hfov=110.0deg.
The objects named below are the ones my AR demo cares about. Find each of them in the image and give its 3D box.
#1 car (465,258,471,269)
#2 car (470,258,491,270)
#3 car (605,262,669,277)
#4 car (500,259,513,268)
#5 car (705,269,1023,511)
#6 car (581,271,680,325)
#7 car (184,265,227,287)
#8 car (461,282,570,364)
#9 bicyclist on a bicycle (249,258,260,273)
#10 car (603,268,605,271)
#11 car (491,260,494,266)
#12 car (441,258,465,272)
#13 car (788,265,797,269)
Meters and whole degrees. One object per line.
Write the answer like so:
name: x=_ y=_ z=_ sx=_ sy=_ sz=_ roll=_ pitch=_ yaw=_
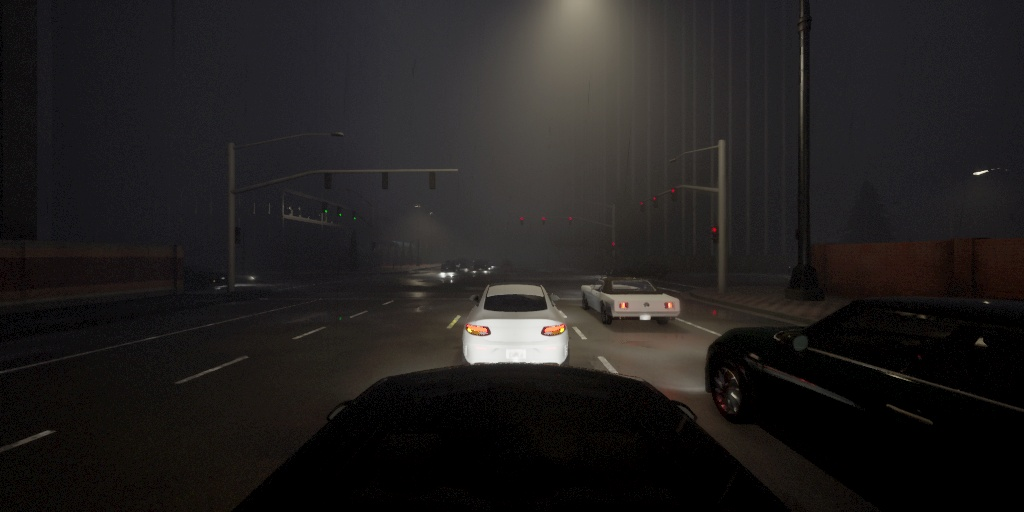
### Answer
car: x=-8.001 y=1.101 z=57.080 sx=2.097 sy=1.767 sz=4.553 roll=0 pitch=0 yaw=-1
car: x=-4.405 y=1.227 z=51.249 sx=1.882 sy=1.535 sz=5.008 roll=0 pitch=0 yaw=-1
car: x=11.204 y=1.242 z=31.613 sx=4.902 sy=1.511 sz=2.128 roll=0 pitch=0 yaw=-1
car: x=-0.867 y=1.255 z=60.199 sx=1.837 sy=1.490 sz=4.892 roll=0 pitch=0 yaw=-1
car: x=3.600 y=1.102 z=2.898 sx=2.097 sy=1.767 sz=4.553 roll=0 pitch=0 yaw=0
car: x=3.565 y=1.351 z=11.800 sx=1.895 sy=1.301 sz=4.718 roll=0 pitch=0 yaw=0
car: x=-21.413 y=1.313 z=24.103 sx=4.181 sy=1.385 sz=1.994 roll=0 pitch=0 yaw=0
car: x=0.060 y=1.276 z=7.583 sx=1.812 sy=1.442 sz=4.674 roll=0 pitch=0 yaw=0
bicyclist on a bicycle: x=-28.401 y=1.051 z=39.525 sx=0.582 sy=1.620 sz=1.656 roll=0 pitch=0 yaw=-1
car: x=11.053 y=1.314 z=35.111 sx=4.181 sy=1.385 sz=1.994 roll=0 pitch=0 yaw=-1
car: x=-4.559 y=1.276 z=61.578 sx=1.812 sy=1.442 sz=4.674 roll=0 pitch=0 yaw=-1
car: x=-7.883 y=1.241 z=46.224 sx=2.128 sy=1.511 sz=4.902 roll=0 pitch=0 yaw=1
car: x=29.836 y=1.101 z=35.276 sx=4.553 sy=1.767 sz=2.097 roll=0 pitch=0 yaw=0
